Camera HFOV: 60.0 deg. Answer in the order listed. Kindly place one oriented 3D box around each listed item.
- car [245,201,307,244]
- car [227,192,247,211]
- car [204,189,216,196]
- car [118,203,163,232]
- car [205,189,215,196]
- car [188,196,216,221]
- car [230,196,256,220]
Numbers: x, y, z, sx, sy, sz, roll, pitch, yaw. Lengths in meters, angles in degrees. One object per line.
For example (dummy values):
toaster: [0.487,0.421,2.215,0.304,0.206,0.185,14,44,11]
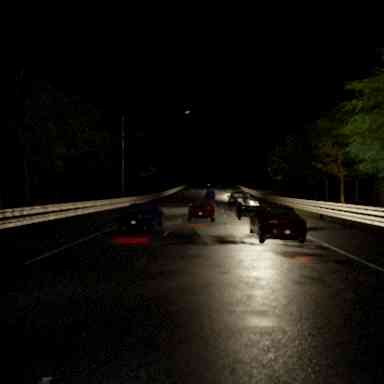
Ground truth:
car: [3.839,1.399,15.524,1.882,1.535,5.008,0,0,2]
car: [5.154,0.989,37.290,2.150,2.045,5.566,0,1,4]
car: [3.078,0.737,58.079,1.882,1.535,5.008,0,2,4]
car: [-2.853,1.373,19.349,1.882,1.535,5.008,0,0,3]
car: [4.108,0.071,74.628,2.128,1.511,4.902,0,3,4]
car: [0.805,1.341,25.941,1.882,1.535,5.008,0,0,4]
car: [4.428,1.357,26.294,2.128,1.511,4.902,0,0,4]
